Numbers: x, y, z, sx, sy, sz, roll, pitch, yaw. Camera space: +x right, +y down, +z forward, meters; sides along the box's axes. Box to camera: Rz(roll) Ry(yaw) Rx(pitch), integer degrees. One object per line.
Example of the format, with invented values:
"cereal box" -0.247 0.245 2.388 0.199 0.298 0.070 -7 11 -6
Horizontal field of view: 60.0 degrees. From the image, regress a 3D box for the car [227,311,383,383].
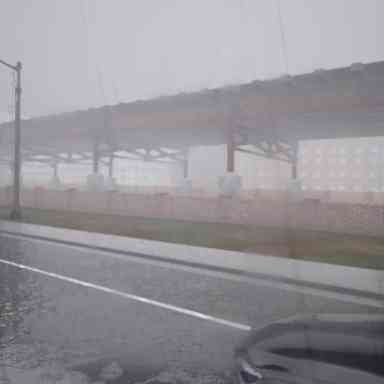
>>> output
"car" 2.484 1.536 2.226 4.674 1.442 1.812 1 0 36
